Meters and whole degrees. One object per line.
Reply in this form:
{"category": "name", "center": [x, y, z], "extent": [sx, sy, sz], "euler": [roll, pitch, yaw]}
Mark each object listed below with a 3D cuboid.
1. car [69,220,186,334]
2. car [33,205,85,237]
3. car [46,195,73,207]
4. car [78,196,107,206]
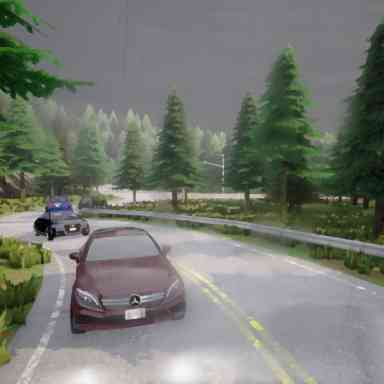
{"category": "car", "center": [-1.516, 1.523, 7.069], "extent": [1.812, 1.442, 4.674], "euler": [-2, 0, -17]}
{"category": "car", "center": [-7.042, 1.664, 17.772], "extent": [1.994, 1.385, 4.181], "euler": [-4, 2, -38]}
{"category": "car", "center": [-12.839, 1.326, 32.228], "extent": [2.150, 2.045, 5.566], "euler": [-1, 0, -18]}
{"category": "car", "center": [-12.688, 1.289, 42.816], "extent": [2.097, 1.767, 4.553], "euler": [2, 2, 13]}
